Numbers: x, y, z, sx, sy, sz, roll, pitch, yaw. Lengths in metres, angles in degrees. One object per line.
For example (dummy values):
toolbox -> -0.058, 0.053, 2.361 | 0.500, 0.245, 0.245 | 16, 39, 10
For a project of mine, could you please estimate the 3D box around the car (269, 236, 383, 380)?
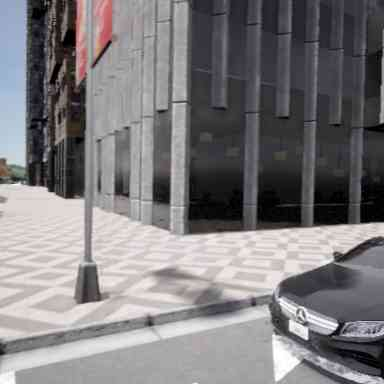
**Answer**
car -> 3.375, 1.442, 5.145 | 4.674, 1.442, 1.812 | 0, 2, -28
